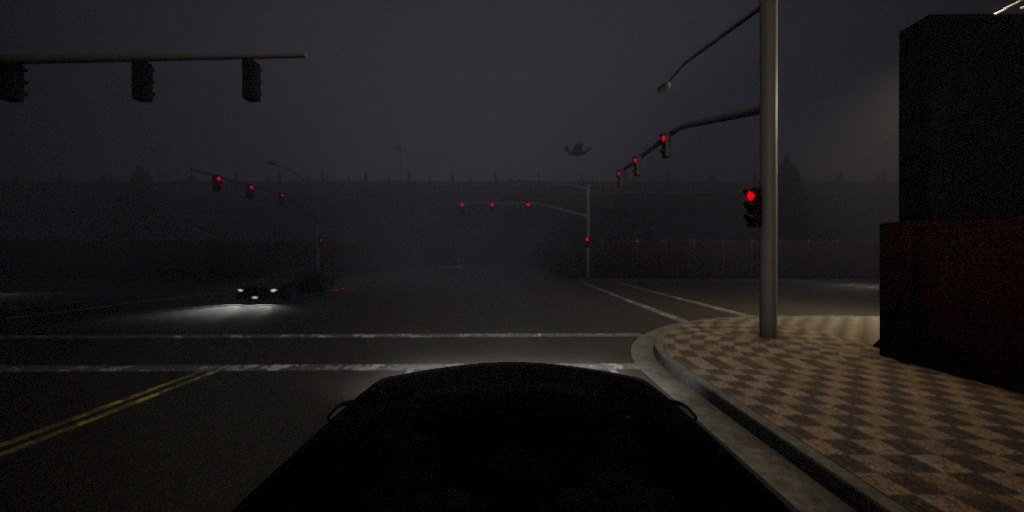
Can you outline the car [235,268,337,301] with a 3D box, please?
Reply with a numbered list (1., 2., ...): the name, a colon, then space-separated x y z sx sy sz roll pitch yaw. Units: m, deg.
1. car: -10.503 1.296 17.297 2.033 1.411 5.357 0 0 0
